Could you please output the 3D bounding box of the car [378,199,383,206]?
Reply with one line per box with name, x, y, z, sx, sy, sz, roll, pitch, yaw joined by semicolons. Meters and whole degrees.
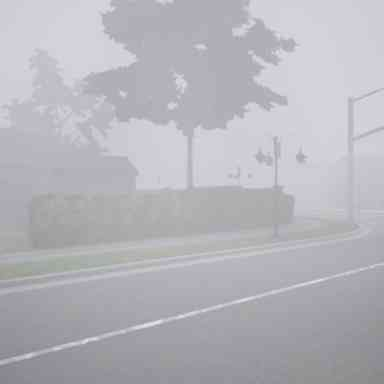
car;30.468;1.302;49.942;2.242;1.667;4.611;0;0;-35
